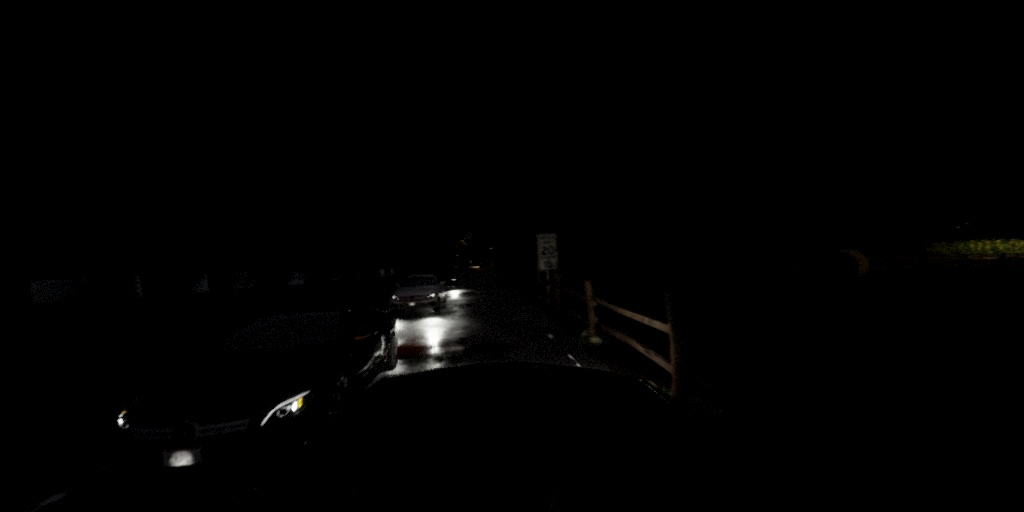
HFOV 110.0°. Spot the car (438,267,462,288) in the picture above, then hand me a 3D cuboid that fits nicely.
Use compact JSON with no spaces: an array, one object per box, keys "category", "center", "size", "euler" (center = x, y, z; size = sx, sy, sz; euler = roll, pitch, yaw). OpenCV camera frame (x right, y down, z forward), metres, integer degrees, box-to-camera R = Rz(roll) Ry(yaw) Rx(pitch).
[{"category":"car","center":[-4.762,1.571,26.360],"size":[1.837,1.490,4.892],"euler":[-2,-1,-5]}]

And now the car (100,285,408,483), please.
[{"category":"car","center":[-2.948,1.402,5.242],"size":[1.812,1.442,4.674],"euler":[-2,0,-6]}]

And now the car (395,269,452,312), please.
[{"category":"car","center":[-3.833,1.485,15.321],"size":[1.812,1.442,4.674],"euler":[-2,0,-5]}]
